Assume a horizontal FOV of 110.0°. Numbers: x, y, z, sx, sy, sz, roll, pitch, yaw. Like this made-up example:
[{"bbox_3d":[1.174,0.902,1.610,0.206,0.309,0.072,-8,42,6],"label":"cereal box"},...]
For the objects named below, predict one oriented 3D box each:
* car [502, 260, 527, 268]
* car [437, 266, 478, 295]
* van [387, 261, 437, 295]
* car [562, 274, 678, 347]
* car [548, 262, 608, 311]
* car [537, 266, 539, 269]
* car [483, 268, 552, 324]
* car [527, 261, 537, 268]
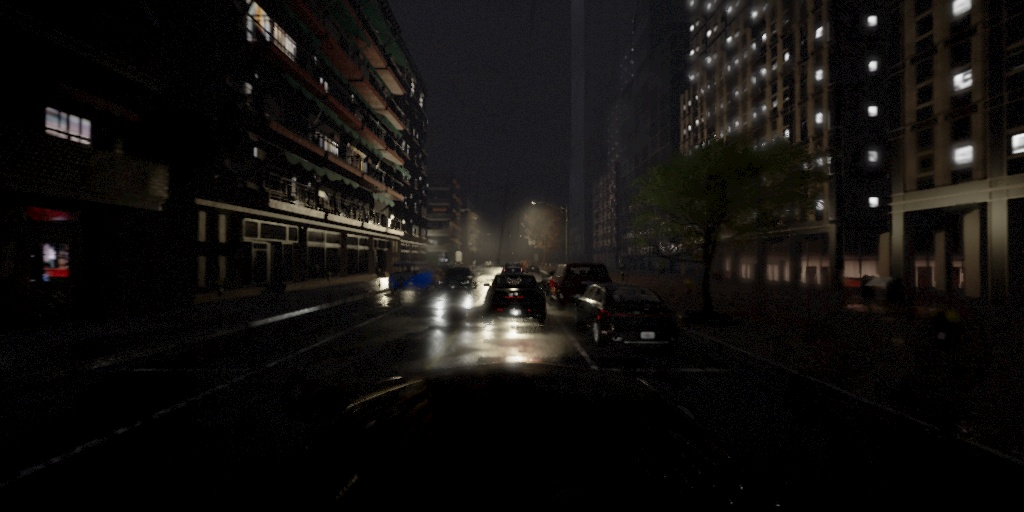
[{"bbox_3d":[0.100,1.340,34.721,2.097,1.767,4.553,0,0,0],"label":"car"},{"bbox_3d":[-3.096,1.391,21.153,1.837,1.490,4.892,0,0,0],"label":"car"},{"bbox_3d":[-5.690,1.220,20.337,1.690,1.789,3.998,0,0,0],"label":"van"},{"bbox_3d":[2.692,1.353,9.291,2.007,1.370,4.403,0,0,0],"label":"car"},{"bbox_3d":[2.692,1.155,14.815,2.192,1.841,5.009,0,0,0],"label":"car"},{"bbox_3d":[2.691,1.446,20.336,1.948,1.339,4.313,0,0,0],"label":"car"},{"bbox_3d":[0.072,1.327,12.295,1.837,1.490,4.892,0,0,-1],"label":"car"},{"bbox_3d":[2.690,1.656,47.950,1.948,1.339,4.313,0,0,0],"label":"car"}]
